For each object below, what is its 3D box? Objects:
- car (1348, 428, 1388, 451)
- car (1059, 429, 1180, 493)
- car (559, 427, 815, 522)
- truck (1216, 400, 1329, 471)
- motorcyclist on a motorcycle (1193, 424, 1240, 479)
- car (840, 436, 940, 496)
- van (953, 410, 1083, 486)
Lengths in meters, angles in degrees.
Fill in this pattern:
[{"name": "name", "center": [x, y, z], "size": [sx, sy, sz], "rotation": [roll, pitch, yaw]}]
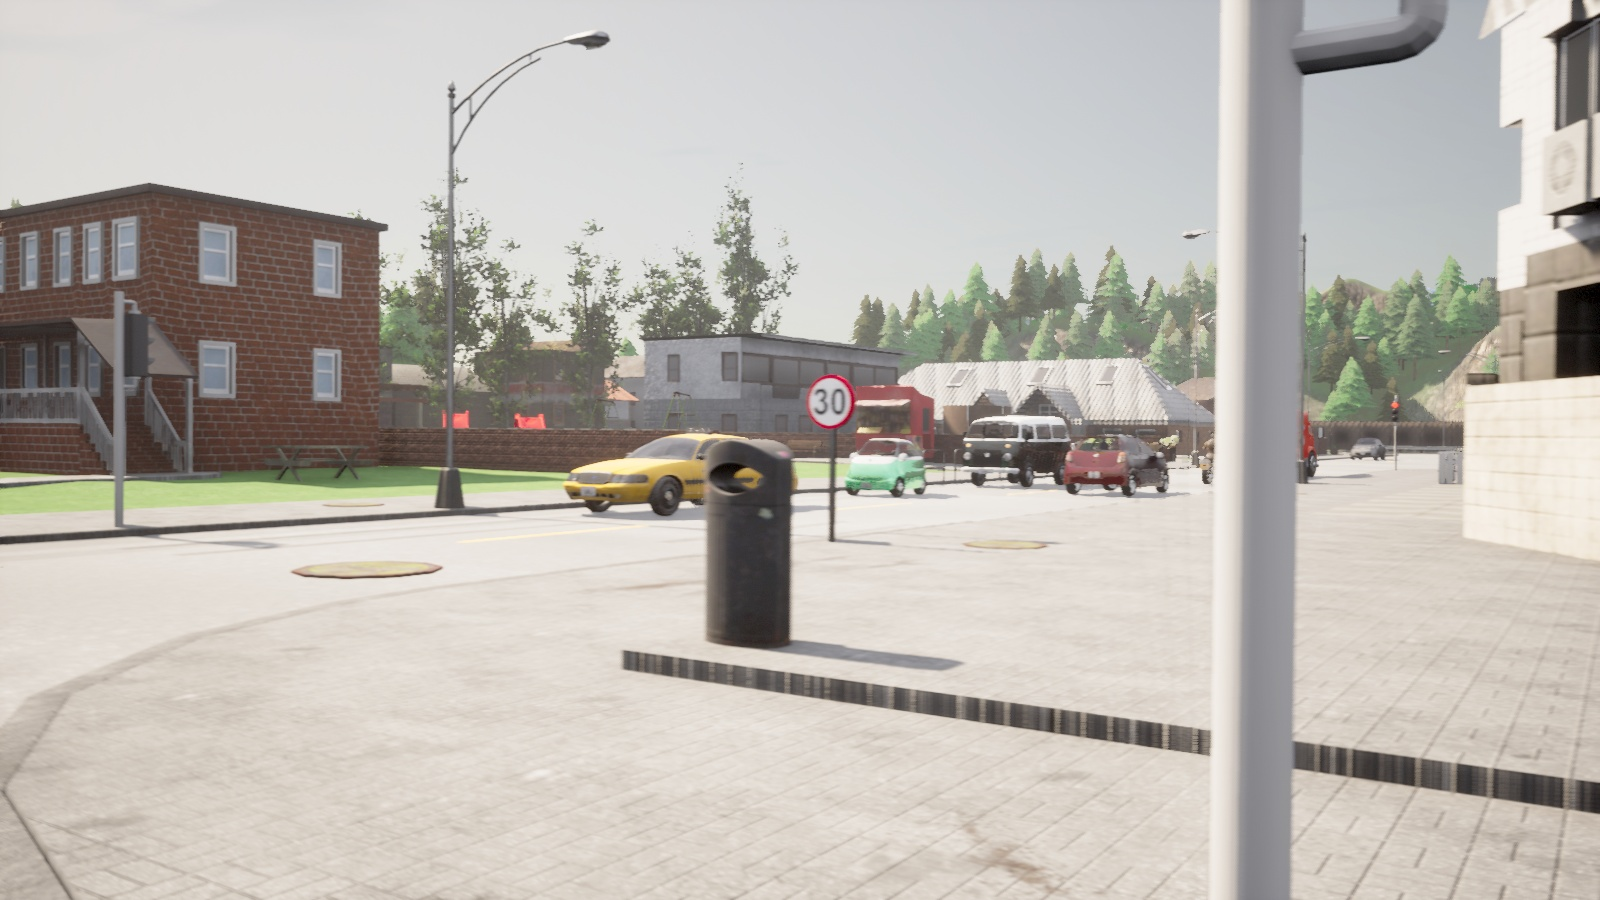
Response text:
[{"name": "car", "center": [38.131, -0.739, 84.246], "size": [1.845, 1.501, 3.633], "rotation": [0, 1, 34]}, {"name": "car", "center": [8.143, 0.241, 31.803], "size": [1.845, 1.501, 3.633], "rotation": [0, 1, 34]}, {"name": "car", "center": [-1.959, 0.366, 23.739], "size": [1.801, 1.575, 5.366], "rotation": [0, 1, 34]}, {"name": "truck", "center": [17.464, -0.539, 46.227], "size": [2.627, 2.467, 5.204], "rotation": [0, 1, 35]}, {"name": "motorcyclist on a motorcycle", "center": [13.029, 0.033, 39.235], "size": [0.766, 1.649, 2.350], "rotation": [0, 1, 35]}, {"name": "car", "center": [2.180, 0.360, 29.997], "size": [1.481, 1.376, 2.207], "rotation": [0, 1, 34]}, {"name": "van", "center": [6.381, -0.095, 36.351], "size": [2.069, 2.038, 4.480], "rotation": [0, 1, 33]}]
